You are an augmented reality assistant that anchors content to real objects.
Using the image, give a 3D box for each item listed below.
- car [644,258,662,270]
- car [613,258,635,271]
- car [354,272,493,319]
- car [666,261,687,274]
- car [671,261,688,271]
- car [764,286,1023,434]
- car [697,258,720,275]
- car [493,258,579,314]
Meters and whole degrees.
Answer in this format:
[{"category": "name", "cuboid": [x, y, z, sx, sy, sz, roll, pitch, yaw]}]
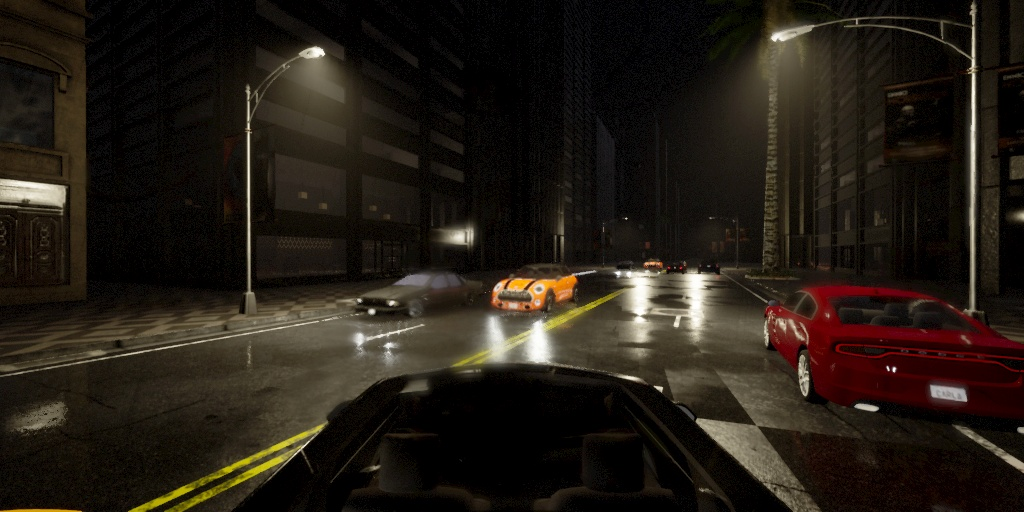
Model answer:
[{"category": "car", "cuboid": [20.503, 1.133, 51.936, 2.097, 1.767, 4.553, 0, 0, 27]}, {"category": "car", "cuboid": [15.846, 1.377, 49.995, 1.895, 1.301, 4.718, 0, 0, 27]}, {"category": "car", "cuboid": [-3.033, 1.298, 13.217, 2.033, 1.411, 5.357, 0, 0, 27]}, {"category": "car", "cuboid": [18.607, 1.317, 40.708, 2.033, 1.411, 5.357, 0, 0, 27]}, {"category": "car", "cuboid": [23.485, 1.381, 50.212, 1.895, 1.301, 4.718, 0, 0, 27]}, {"category": "car", "cuboid": [5.508, 1.228, 5.796, 1.882, 1.535, 5.008, 0, 0, 27]}, {"category": "car", "cuboid": [21.927, 1.123, 40.073, 2.097, 1.767, 4.553, 0, 0, 27]}, {"category": "car", "cuboid": [1.065, 1.103, 14.084, 2.097, 1.767, 4.553, 0, 0, 27]}]
